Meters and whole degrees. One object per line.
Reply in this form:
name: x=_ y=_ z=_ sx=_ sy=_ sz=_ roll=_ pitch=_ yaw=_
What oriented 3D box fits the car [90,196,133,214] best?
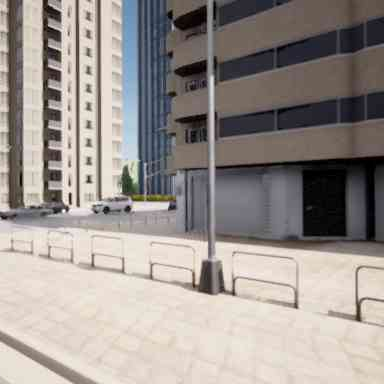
car: x=-9.690 y=1.564 z=40.571 sx=2.150 sy=2.045 sz=5.566 roll=-1 pitch=0 yaw=37

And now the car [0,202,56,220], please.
car: x=-16.014 y=1.932 z=32.009 sx=1.895 sy=1.301 sz=4.718 roll=-1 pitch=0 yaw=36

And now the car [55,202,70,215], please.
car: x=-16.266 y=1.869 z=37.560 sx=1.837 sy=1.490 sz=4.892 roll=-1 pitch=0 yaw=36

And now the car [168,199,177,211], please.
car: x=-1.192 y=1.676 z=45.903 sx=2.097 sy=1.767 sz=4.553 roll=-1 pitch=0 yaw=36

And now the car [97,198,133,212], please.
car: x=-10.445 y=1.727 z=45.417 sx=2.097 sy=1.767 sz=4.553 roll=-1 pitch=0 yaw=37
